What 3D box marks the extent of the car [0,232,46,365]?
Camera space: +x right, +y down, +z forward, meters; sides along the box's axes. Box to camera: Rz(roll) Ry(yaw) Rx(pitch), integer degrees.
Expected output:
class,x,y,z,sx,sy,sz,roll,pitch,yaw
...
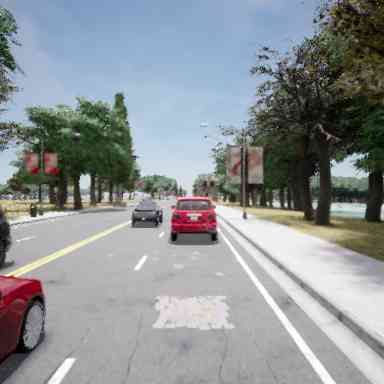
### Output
class,x,y,z,sx,sy,sz,roll,pitch,yaw
car,-3.151,1.481,3.084,1.882,1.535,5.008,0,0,0

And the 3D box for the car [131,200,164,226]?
class,x,y,z,sx,sy,sz,roll,pitch,yaw
car,-3.156,1.580,24.198,2.128,1.511,4.902,0,0,0

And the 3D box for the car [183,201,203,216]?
class,x,y,z,sx,sy,sz,roll,pitch,yaw
car,0.092,1.744,35.830,2.033,1.411,5.357,0,-1,0

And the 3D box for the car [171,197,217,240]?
class,x,y,z,sx,sy,sz,roll,pitch,yaw
car,0.095,1.267,17.223,2.150,2.045,5.566,0,0,0

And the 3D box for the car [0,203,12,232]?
class,x,y,z,sx,sy,sz,roll,pitch,yaw
car,-6.602,1.234,7.988,2.150,2.045,5.566,0,0,0
